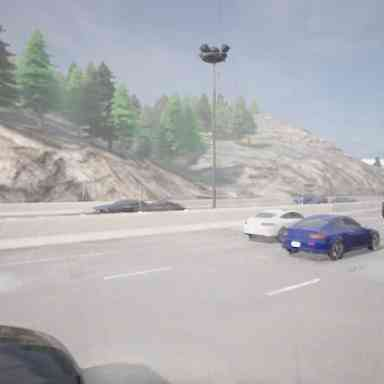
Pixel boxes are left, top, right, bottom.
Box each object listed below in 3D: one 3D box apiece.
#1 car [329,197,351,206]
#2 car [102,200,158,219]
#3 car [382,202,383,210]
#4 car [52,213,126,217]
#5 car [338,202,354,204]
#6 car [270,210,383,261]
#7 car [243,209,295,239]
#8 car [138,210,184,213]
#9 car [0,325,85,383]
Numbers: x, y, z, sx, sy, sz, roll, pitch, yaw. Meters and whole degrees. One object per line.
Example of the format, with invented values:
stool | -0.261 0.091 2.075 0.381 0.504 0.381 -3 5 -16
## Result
car | 25.325 1.579 56.644 1.837 1.490 4.892 0 0 44
car | -5.682 1.568 30.843 4.892 1.490 1.837 0 0 -41
car | 18.442 1.254 29.155 2.150 2.045 5.566 0 0 45
car | -6.422 1.647 21.190 4.718 1.301 1.895 0 0 -38
car | 23.573 1.628 49.813 1.994 1.385 4.181 0 0 44
car | 5.197 1.543 12.344 4.674 1.442 1.812 0 0 -39
car | 4.474 1.551 16.278 4.674 1.442 1.812 0 0 -40
car | -2.788 1.561 28.722 4.892 1.490 1.837 0 0 -41
car | -3.045 1.513 1.686 4.892 1.490 1.837 0 0 -35
